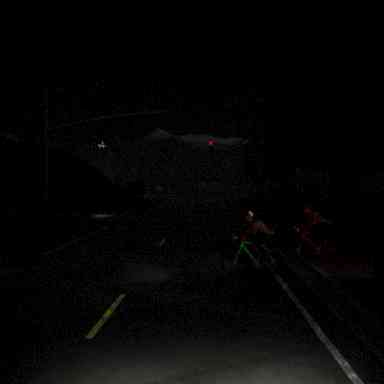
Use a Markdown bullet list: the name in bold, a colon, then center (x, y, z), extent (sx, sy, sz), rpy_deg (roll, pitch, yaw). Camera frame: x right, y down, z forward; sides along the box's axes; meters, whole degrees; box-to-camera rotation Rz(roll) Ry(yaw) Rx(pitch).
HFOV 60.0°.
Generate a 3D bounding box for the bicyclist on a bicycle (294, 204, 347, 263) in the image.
- **bicyclist on a bicycle**: center (3.381, 1.139, 9.148), extent (1.656, 1.620, 0.582), rpy_deg (-5, 1, 5)

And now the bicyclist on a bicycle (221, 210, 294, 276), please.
- **bicyclist on a bicycle**: center (1.540, 1.283, 8.197), extent (1.656, 1.620, 0.582), rpy_deg (0, 1, 0)

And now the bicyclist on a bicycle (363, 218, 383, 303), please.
- **bicyclist on a bicycle**: center (3.062, 1.253, 5.230), extent (0.582, 1.620, 1.656), rpy_deg (-10, 2, 19)
